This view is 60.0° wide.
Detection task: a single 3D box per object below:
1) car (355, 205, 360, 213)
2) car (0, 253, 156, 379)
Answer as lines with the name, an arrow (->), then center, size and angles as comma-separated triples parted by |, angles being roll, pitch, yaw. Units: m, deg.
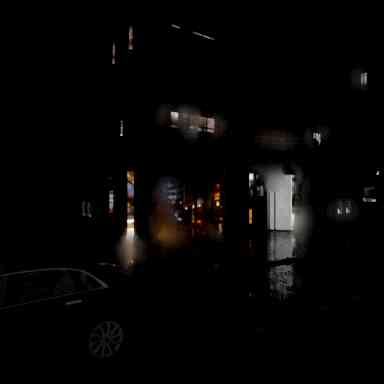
car -> 17.800, 1.843, 39.700 | 1.802, 1.307, 4.206 | -1, 0, -35
car -> -2.593, 1.551, 4.249 | 4.403, 1.369, 2.008 | 0, 0, -35
